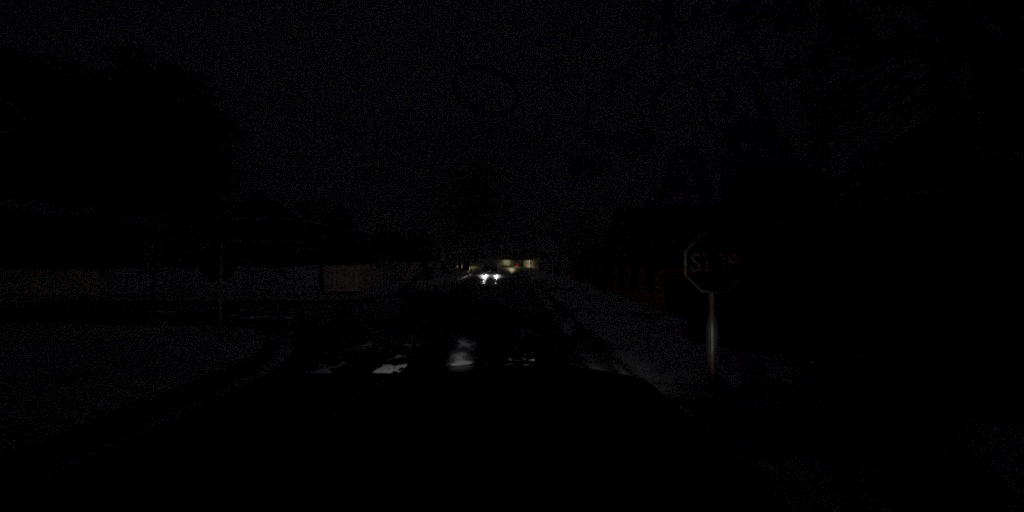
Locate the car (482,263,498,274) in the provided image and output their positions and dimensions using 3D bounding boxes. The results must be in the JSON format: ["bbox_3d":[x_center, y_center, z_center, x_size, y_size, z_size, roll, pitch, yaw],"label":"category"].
[{"bbox_3d":[-2.730,1.572,45.622,1.895,1.301,4.718,0,0,-1],"label":"car"}]
